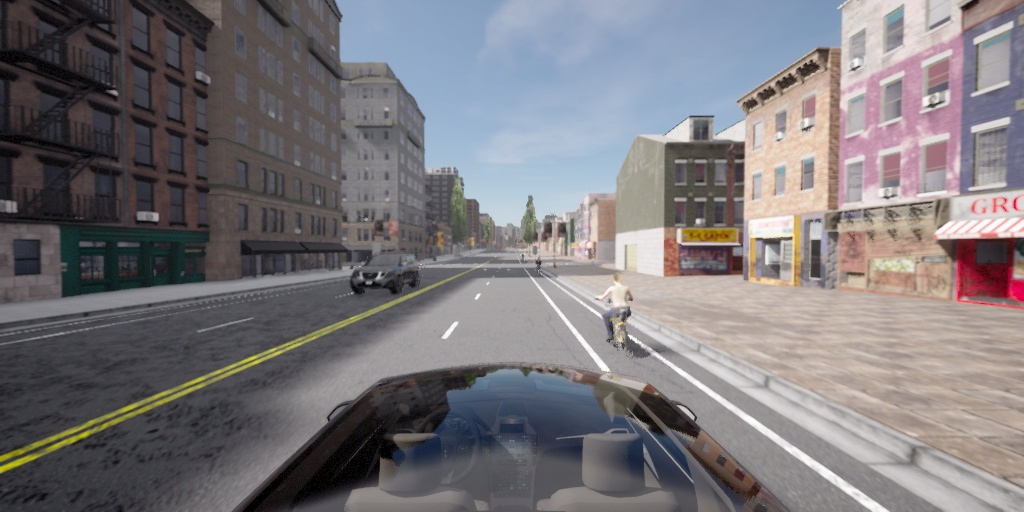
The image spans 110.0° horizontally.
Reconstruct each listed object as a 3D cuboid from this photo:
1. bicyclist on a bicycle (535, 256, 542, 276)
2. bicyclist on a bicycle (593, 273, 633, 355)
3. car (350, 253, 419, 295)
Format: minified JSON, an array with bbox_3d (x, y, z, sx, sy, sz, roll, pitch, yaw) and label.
[{"bbox_3d":[2.257,0.915,30.698,0.659,1.776,1.843,0,1,0],"label":"bicyclist on a bicycle"},{"bbox_3d":[2.211,1.158,7.616,0.866,1.612,1.509,0,0,0],"label":"bicyclist on a bicycle"},{"bbox_3d":[-6.598,0.866,19.301,2.150,2.045,5.566,0,0,0],"label":"car"}]
